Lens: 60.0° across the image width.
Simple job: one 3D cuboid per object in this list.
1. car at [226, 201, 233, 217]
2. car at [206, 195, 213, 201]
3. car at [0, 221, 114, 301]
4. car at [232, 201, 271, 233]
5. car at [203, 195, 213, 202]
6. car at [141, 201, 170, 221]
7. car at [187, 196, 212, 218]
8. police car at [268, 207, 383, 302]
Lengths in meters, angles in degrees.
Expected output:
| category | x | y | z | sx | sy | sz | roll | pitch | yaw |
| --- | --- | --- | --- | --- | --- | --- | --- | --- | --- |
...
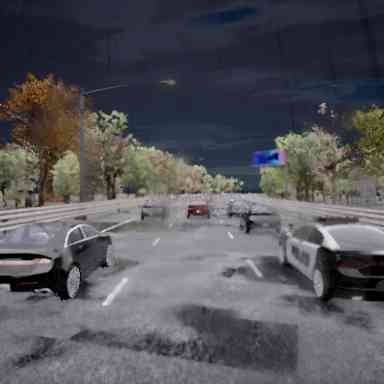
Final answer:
| category | x | y | z | sx | sy | sz | roll | pitch | yaw |
| --- | --- | --- | --- | --- | --- | --- | --- | --- | --- |
| car | 4.131 | 1.488 | 30.059 | 2.033 | 1.411 | 5.357 | 0 | 0 | 2 |
| car | 1.946 | 1.509 | 52.378 | 1.895 | 1.301 | 4.718 | 0 | 0 | 4 |
| car | -3.324 | 1.469 | 8.281 | 2.128 | 1.511 | 4.902 | 0 | 0 | 1 |
| car | 3.768 | 1.454 | 19.187 | 2.128 | 1.511 | 4.902 | 0 | 0 | 2 |
| car | 3.572 | 1.435 | 73.217 | 2.033 | 1.411 | 5.357 | 0 | 0 | 6 |
| car | -2.877 | 1.432 | 26.772 | 2.128 | 1.511 | 4.902 | 0 | 0 | 2 |
| car | 0.630 | 1.416 | 29.666 | 1.882 | 1.535 | 5.008 | 0 | 0 | 3 |
| police car | 3.557 | 1.409 | 8.422 | 1.930 | 1.638 | 5.238 | 0 | 0 | 1 |
